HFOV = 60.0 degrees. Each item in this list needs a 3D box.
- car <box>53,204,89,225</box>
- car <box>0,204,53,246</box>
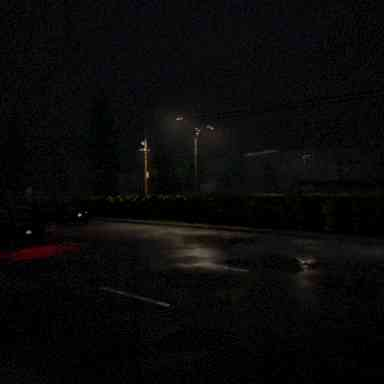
[{"bbox_3d":[-9.449,1.584,24.437,4.181,1.385,1.994,0,0,37],"label":"car"},{"bbox_3d":[-8.640,1.498,15.060,5.008,1.535,1.882,0,0,37],"label":"car"}]
